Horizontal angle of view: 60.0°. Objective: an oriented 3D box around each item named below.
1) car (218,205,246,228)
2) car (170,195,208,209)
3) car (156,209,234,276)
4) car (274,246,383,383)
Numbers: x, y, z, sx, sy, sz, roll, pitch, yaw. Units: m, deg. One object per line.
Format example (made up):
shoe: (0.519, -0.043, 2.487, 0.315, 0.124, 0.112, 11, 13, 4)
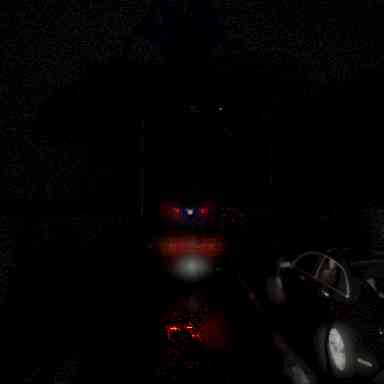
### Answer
car: (2.366, 1.516, 21.554, 1.887, 1.381, 4.507, -1, 0, -1)
car: (-0.163, 1.195, 20.780, 2.150, 2.045, 5.566, 0, 0, -1)
car: (-0.022, 1.490, 10.253, 1.837, 1.490, 4.892, 0, 0, -1)
car: (2.563, 1.541, 5.336, 2.008, 1.369, 4.403, -1, 0, -1)
